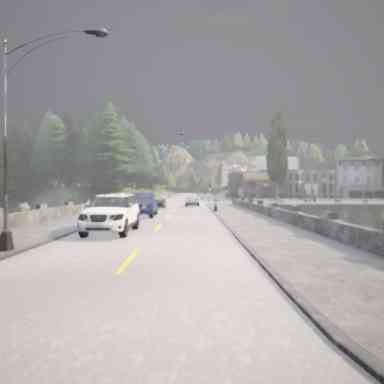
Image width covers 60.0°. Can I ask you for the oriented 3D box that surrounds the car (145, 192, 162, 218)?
[{"bbox_3d":[-4.074,1.015,27.703,2.150,2.045,5.566,0,0,0],"label":"car"}]

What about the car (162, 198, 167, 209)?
[{"bbox_3d":[-4.056,1.305,39.671,1.895,1.301,4.718,0,0,0],"label":"car"}]

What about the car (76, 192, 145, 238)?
[{"bbox_3d":[-4.083,1.093,17.187,2.150,2.045,5.566,0,0,0],"label":"car"}]

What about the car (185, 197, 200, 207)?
[{"bbox_3d":[0.074,1.264,45.139,1.895,1.301,4.718,0,0,0],"label":"car"}]
